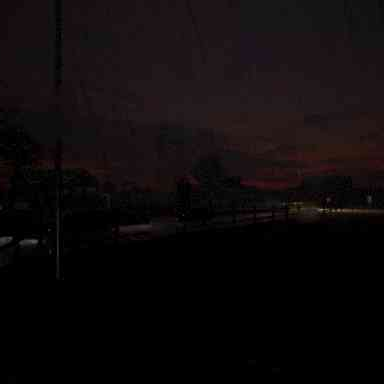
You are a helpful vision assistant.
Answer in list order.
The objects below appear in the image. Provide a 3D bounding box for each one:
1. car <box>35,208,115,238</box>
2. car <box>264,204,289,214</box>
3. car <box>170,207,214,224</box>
[{"bbox_3d":[-6.602,1.712,19.494,1.837,1.490,4.892,0,-1,36],"label":"car"},{"bbox_3d":[11.364,2.271,44.891,1.895,1.301,4.718,0,-1,36],"label":"car"},{"bbox_3d":[-0.020,1.956,28.783,1.895,1.301,4.718,0,-1,35],"label":"car"}]
